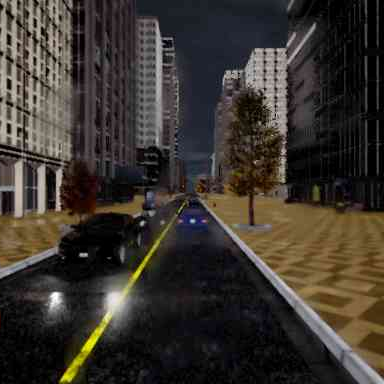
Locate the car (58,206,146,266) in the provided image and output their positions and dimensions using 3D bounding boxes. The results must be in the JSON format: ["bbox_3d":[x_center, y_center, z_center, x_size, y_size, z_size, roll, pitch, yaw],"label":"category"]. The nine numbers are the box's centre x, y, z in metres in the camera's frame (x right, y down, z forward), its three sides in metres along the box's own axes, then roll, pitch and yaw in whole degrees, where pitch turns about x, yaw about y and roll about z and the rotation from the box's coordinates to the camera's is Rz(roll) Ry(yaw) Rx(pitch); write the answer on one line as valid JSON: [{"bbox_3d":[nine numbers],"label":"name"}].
[{"bbox_3d":[-3.005,1.467,11.705,1.882,1.535,5.008,0,0,0],"label":"car"}]

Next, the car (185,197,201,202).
[{"bbox_3d":[0.080,1.448,43.823,2.128,1.511,4.902,0,0,0],"label":"car"}]

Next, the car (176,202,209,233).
[{"bbox_3d":[0.043,1.529,19.381,2.033,1.411,5.357,0,0,0],"label":"car"}]

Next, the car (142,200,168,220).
[{"bbox_3d":[-3.055,1.465,28.011,2.128,1.511,4.902,0,0,1],"label":"car"}]
